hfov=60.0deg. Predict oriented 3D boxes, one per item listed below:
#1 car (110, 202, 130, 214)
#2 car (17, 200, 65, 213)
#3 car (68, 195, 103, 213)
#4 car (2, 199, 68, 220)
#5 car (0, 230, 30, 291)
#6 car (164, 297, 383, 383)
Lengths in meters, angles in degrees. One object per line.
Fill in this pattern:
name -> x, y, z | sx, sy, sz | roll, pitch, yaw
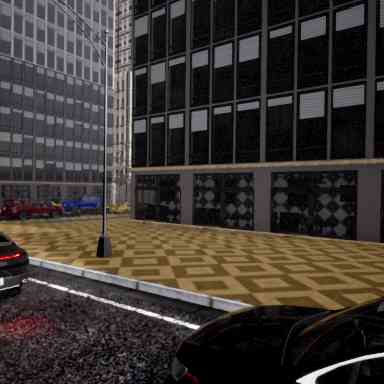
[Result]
car -> -7.323, 1.829, 38.847 | 1.752, 1.417, 4.829 | 1, 0, 37
car -> -17.617, 1.642, 39.047 | 1.752, 1.417, 4.829 | 1, 0, 37
car -> -13.280, 1.409, 40.501 | 2.150, 2.045, 5.566 | 1, 1, 37
car -> -14.154, 1.518, 29.660 | 2.192, 1.841, 5.009 | 1, 0, 37
car -> -5.722, 1.500, 7.796 | 4.892, 1.490, 1.837 | 0, 0, 36
car -> 1.994, 1.505, 2.252 | 4.892, 1.490, 1.837 | 0, 0, 36
